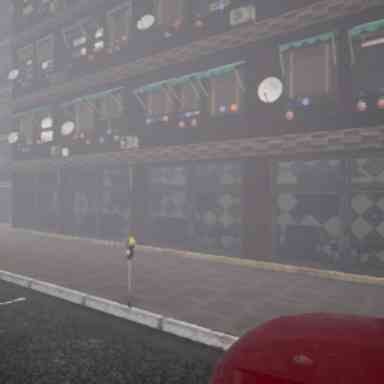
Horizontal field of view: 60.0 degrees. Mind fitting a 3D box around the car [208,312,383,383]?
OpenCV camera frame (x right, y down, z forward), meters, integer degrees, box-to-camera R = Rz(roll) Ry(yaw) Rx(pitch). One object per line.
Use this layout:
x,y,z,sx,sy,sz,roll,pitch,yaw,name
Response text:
2.303,1.317,1.229,5.009,1.841,2.192,0,0,36,car
